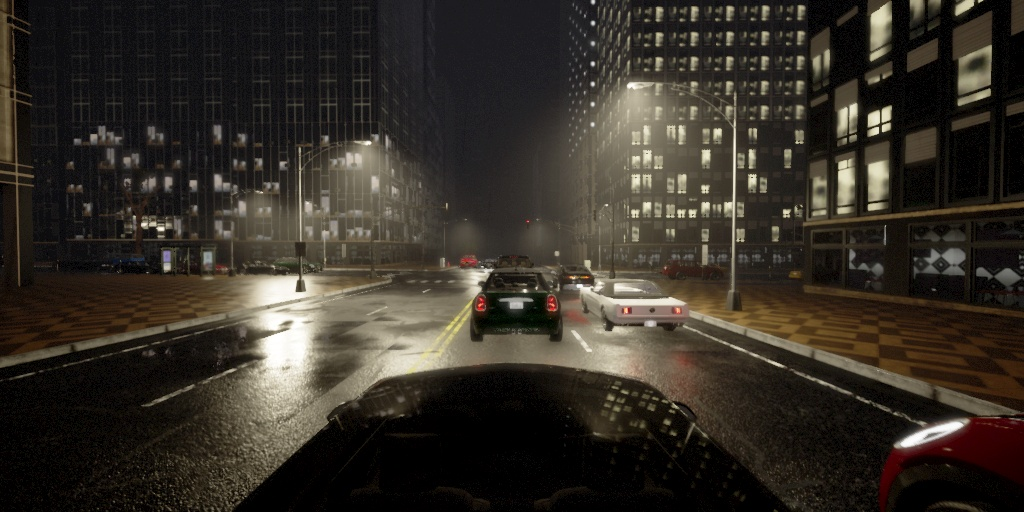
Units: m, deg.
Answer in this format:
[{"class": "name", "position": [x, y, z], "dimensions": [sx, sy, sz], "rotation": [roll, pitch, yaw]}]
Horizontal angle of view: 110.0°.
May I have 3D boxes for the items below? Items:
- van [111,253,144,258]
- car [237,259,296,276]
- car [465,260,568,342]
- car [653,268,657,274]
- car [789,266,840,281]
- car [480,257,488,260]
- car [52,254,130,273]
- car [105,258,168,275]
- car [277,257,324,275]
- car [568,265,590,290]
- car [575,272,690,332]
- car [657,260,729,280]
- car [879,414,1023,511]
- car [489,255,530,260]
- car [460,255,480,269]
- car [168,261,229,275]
[{"class": "van", "position": [-45.286, 0.602, 41.774], "dimensions": [3.998, 1.789, 1.690], "rotation": [0, 0, 1]}, {"class": "car", "position": [-22.730, 1.171, 32.806], "dimensions": [4.313, 1.339, 1.948], "rotation": [0, 0, 1]}, {"class": "car", "position": [0.100, 1.098, 9.934], "dimensions": [2.097, 1.767, 4.553], "rotation": [0, 0, 0]}, {"class": "car", "position": [17.943, 1.420, 38.026], "dimensions": [5.357, 1.411, 2.033], "rotation": [1, 1, 1]}, {"class": "car", "position": [27.643, 1.576, 32.080], "dimensions": [4.829, 1.417, 1.751], "rotation": [0, 0, 1]}, {"class": "car", "position": [-3.338, 1.201, 54.775], "dimensions": [2.128, 1.511, 4.902], "rotation": [0, 0, 0]}, {"class": "car", "position": [-42.067, 0.877, 35.921], "dimensions": [4.902, 1.511, 2.128], "rotation": [1, 1, 1]}, {"class": "car", "position": [-34.095, 1.067, 33.113], "dimensions": [4.313, 1.339, 1.948], "rotation": [0, 0, 1]}, {"class": "car", "position": [-21.197, 0.927, 35.479], "dimensions": [4.553, 1.767, 2.097], "rotation": [1, 1, 1]}, {"class": "car", "position": [3.351, 1.244, 20.142], "dimensions": [1.837, 1.490, 4.892], "rotation": [0, 0, 0]}, {"class": "car", "position": [3.351, 1.346, 10.884], "dimensions": [1.895, 1.301, 4.718], "rotation": [0, 0, 0]}, {"class": "car", "position": [16.195, 1.266, 32.277], "dimensions": [5.009, 1.841, 2.192], "rotation": [0, 0, 1]}, {"class": "car", "position": [3.349, 1.102, 0.323], "dimensions": [2.097, 1.767, 4.553], "rotation": [0, 0, 0]}, {"class": "car", "position": [0.101, 0.962, 19.646], "dimensions": [2.150, 2.045, 5.566], "rotation": [0, 0, 0]}, {"class": "car", "position": [-6.594, 0.929, 55.190], "dimensions": [2.150, 2.045, 5.566], "rotation": [0, 0, 0]}, {"class": "car", "position": [-28.414, 1.136, 32.939], "dimensions": [4.207, 1.307, 1.802], "rotation": [0, 0, 1]}]
